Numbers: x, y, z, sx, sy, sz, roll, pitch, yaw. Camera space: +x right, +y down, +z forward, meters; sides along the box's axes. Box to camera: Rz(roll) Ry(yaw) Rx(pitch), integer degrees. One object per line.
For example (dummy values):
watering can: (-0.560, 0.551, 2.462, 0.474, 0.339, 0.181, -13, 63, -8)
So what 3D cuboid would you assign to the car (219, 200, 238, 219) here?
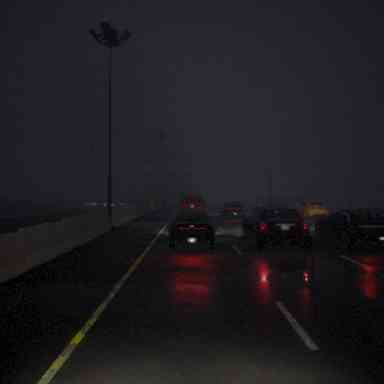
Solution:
car: (3.533, 1.524, 29.631, 1.837, 1.490, 4.892, 0, 0, 0)

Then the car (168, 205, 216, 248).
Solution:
car: (0.000, 1.519, 14.652, 1.837, 1.490, 4.892, 0, 0, 0)

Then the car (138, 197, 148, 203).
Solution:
car: (-10.355, 1.592, 70.958, 2.128, 1.511, 4.902, 0, -1, 0)

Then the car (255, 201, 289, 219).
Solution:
car: (7.033, 1.580, 29.621, 1.994, 1.385, 4.181, 0, 0, 0)

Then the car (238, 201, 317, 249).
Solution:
car: (3.500, 1.368, 14.622, 2.097, 1.767, 4.553, 0, 0, 0)

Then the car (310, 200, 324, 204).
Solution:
car: (10.533, 1.492, 29.611, 1.882, 1.535, 5.008, 0, 0, 0)

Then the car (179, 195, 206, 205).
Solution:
car: (0.033, 1.265, 29.671, 2.150, 2.045, 5.566, 0, 0, 0)

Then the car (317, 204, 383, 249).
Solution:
car: (7.000, 1.497, 14.653, 2.128, 1.511, 4.902, 0, 0, 0)
